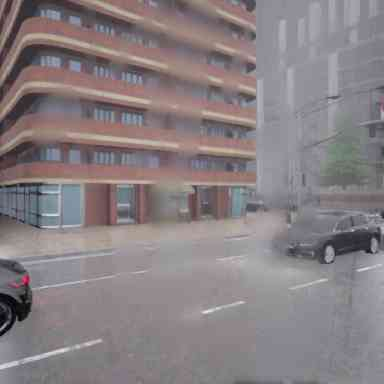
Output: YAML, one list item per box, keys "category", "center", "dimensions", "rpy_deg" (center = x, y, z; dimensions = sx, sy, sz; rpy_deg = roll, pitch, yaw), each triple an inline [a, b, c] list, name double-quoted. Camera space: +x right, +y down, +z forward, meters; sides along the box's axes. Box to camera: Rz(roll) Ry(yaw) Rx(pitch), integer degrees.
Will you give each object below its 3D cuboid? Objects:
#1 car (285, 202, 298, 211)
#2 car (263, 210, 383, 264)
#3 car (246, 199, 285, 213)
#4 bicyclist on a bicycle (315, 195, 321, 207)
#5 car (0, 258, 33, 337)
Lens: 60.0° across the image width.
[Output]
- category: "car"
  center: [9.875, 1.601, 37.430]
  dimensions: [1.895, 1.301, 4.718]
  rpy_deg: [0, 0, -36]
- category: "car"
  center: [4.891, 1.503, 11.855]
  dimensions: [4.892, 1.490, 1.837]
  rpy_deg: [0, 0, -36]
- category: "car"
  center: [7.113, 1.525, 35.311]
  dimensions: [1.812, 1.442, 4.674]
  rpy_deg: [0, 0, -36]
- category: "bicyclist on a bicycle"
  center: [17.779, 1.301, 46.912]
  dimensions: [1.656, 1.620, 0.582]
  rpy_deg: [0, 0, -36]
- category: "car"
  center: [-4.689, 1.564, 4.928]
  dimensions: [4.181, 1.385, 1.994]
  rpy_deg: [0, 0, -36]
